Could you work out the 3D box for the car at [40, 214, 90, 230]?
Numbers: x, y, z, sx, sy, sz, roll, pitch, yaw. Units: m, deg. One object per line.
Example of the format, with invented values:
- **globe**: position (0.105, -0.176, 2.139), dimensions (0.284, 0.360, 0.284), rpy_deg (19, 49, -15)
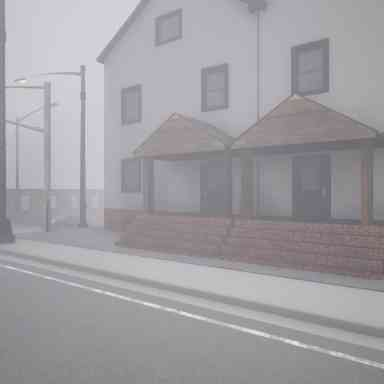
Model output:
- **car**: position (-12.105, 2.933, 31.996), dimensions (2.097, 1.767, 4.553), rpy_deg (0, -8, 36)
